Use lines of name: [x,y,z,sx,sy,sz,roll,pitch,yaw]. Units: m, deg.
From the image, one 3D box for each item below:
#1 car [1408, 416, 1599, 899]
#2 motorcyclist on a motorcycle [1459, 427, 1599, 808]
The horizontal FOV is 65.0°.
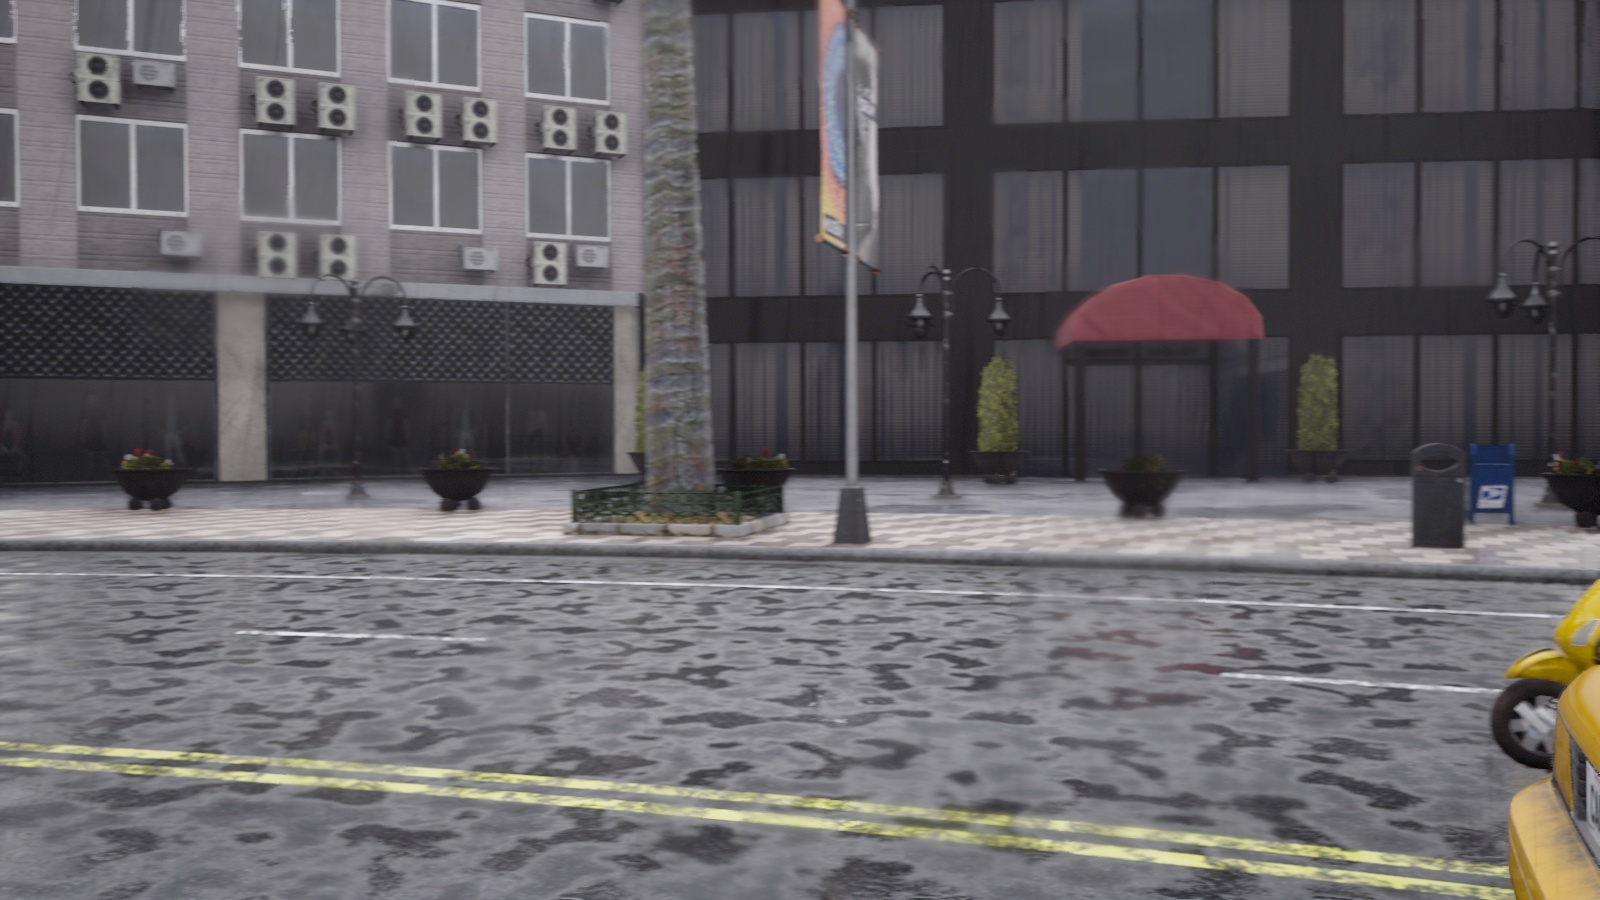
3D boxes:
car: [3.859,0.748,1.715,5.366,1.575,1.801,1,1,23]
motorcyclist on a motorcycle: [3.932,0.699,5.461,1.817,1.590,0.866,1,1,24]
